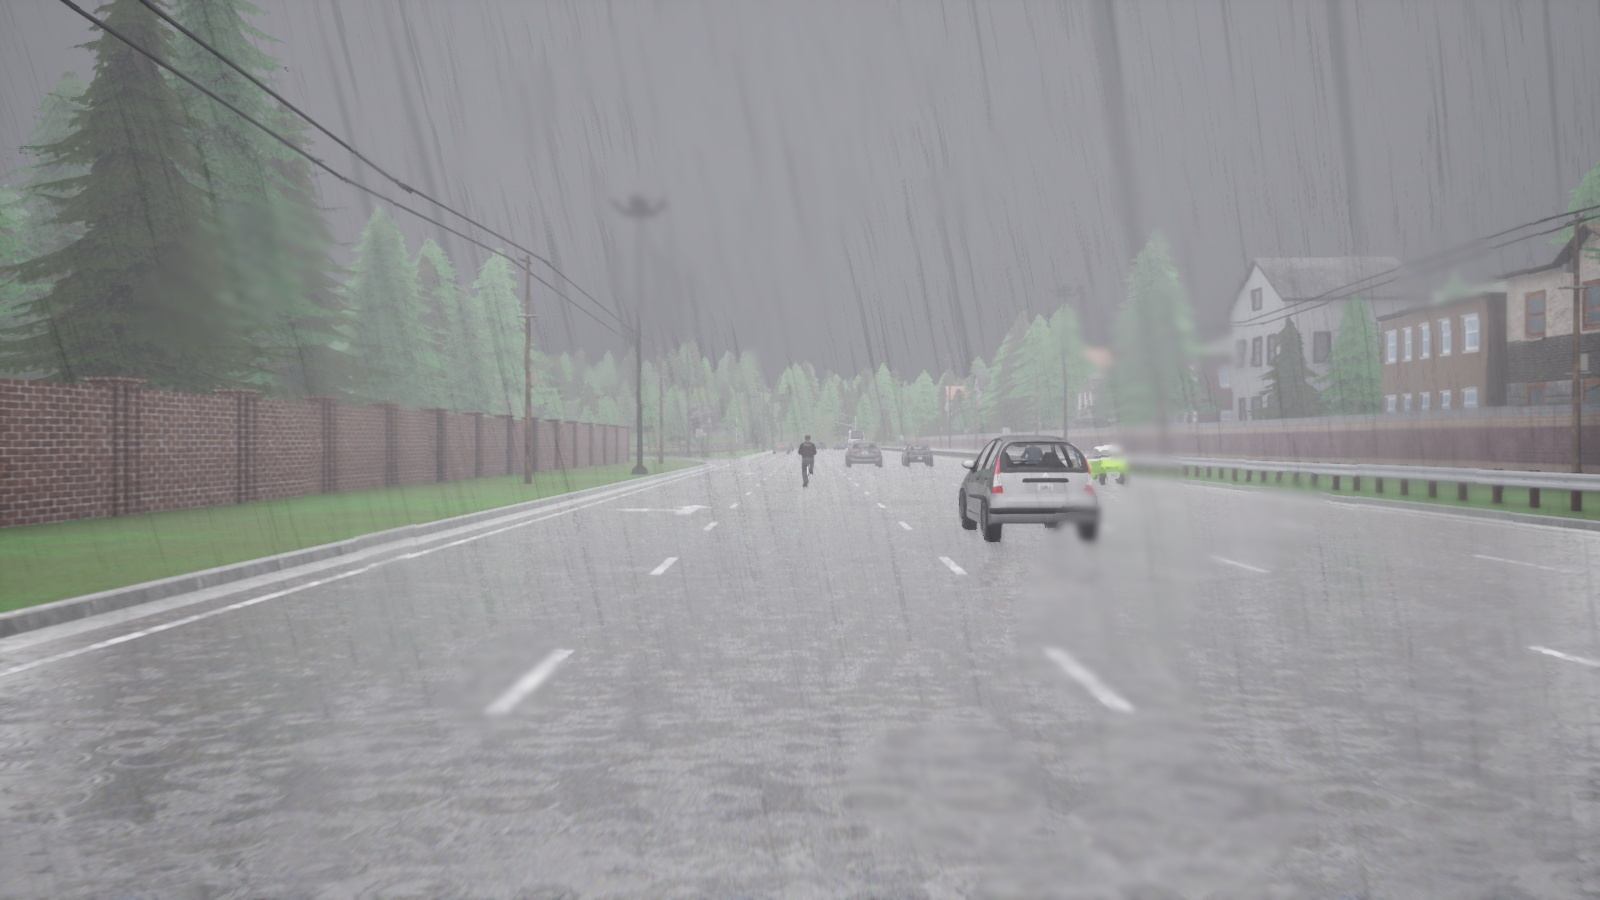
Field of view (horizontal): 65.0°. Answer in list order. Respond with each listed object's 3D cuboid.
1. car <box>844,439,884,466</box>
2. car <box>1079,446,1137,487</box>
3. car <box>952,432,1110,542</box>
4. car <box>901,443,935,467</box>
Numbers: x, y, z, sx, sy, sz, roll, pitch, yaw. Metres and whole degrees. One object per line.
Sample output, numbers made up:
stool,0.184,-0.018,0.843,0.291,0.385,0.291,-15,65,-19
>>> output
car,3.963,0.152,78.414,2.242,1.667,4.611,0,0,0
car,10.767,0.562,43.991,1.481,1.376,2.207,0,1,0
car,3.632,0.532,20.429,1.851,1.617,3.988,0,0,0
car,7.472,0.315,80.032,1.816,1.474,4.193,0,0,0
